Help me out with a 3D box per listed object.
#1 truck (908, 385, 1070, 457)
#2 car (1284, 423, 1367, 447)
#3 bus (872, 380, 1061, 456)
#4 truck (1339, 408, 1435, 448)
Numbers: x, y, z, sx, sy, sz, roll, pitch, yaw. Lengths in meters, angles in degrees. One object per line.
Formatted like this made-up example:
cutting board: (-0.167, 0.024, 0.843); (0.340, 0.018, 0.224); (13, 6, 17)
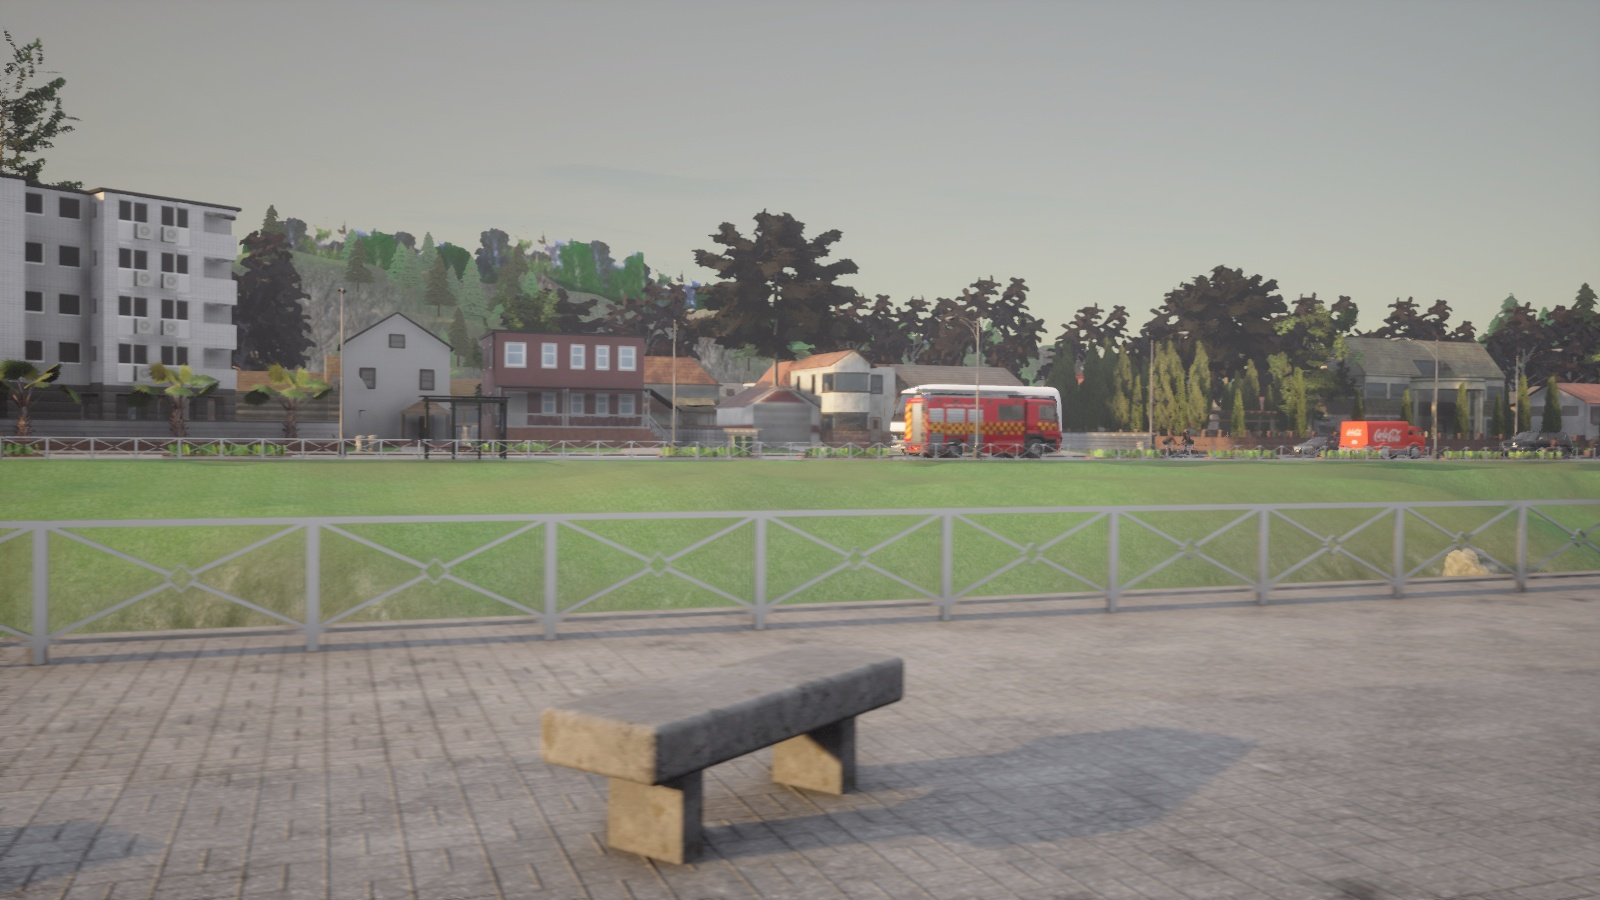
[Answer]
truck: (10.473, -1.610, 69.453); (8.468, 3.827, 2.891); (-1, 1, -21)
car: (34.703, -0.971, 82.938); (4.902, 1.511, 2.128); (-1, 1, -21)
bus: (9.765, -1.880, 73.460); (10.273, 4.253, 3.944); (-1, 1, -21)
truck: (37.215, -1.387, 79.607); (5.204, 2.467, 2.627); (-1, 1, -21)
